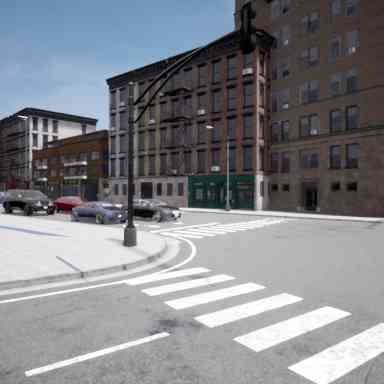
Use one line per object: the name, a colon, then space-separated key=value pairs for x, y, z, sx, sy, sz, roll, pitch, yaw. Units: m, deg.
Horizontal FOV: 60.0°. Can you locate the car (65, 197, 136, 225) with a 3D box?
car: x=-6.030 y=1.280 z=21.719 sx=4.181 sy=1.385 sz=1.994 roll=1 pitch=0 yaw=37

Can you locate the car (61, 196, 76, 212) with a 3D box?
car: x=-10.399 y=1.124 z=29.266 sx=5.008 sy=1.535 sz=1.882 roll=1 pitch=0 yaw=39

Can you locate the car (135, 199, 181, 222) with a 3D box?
car: x=-2.948 y=1.237 z=23.445 sx=4.902 sy=1.511 sz=2.128 roll=1 pitch=0 yaw=38

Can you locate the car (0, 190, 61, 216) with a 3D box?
car: x=-13.539 y=0.838 z=27.610 sx=5.566 sy=2.045 sz=2.150 roll=1 pitch=0 yaw=39

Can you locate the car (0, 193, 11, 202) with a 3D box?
car: x=-33.169 y=0.896 z=57.589 sx=4.674 sy=1.442 sz=1.812 roll=1 pitch=0 yaw=43

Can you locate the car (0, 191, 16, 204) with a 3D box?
car: x=-27.611 y=0.785 z=48.214 sx=4.553 sy=1.767 sz=2.097 roll=1 pitch=0 yaw=41
